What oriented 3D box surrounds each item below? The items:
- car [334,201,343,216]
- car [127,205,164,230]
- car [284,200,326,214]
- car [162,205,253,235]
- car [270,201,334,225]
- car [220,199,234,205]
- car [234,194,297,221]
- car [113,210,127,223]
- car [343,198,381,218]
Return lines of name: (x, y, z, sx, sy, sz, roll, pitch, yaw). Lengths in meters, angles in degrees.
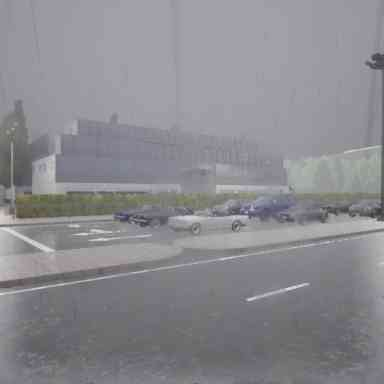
car: (14.565, 1.601, 33.111, 4.718, 1.301, 1.895, 0, 0, -36)
car: (-1.431, 1.601, 21.511, 4.718, 1.301, 1.895, 0, 0, -36)
car: (12.189, 1.601, 35.710, 4.718, 1.301, 1.895, 0, 0, -36)
car: (0.936, 1.601, 18.904, 4.718, 1.301, 1.895, 0, 0, -36)
car: (7.955, 1.564, 23.952, 4.181, 1.385, 1.994, 0, 0, -36)
car: (3.879, 1.352, 29.643, 4.553, 1.767, 2.097, 0, 0, -36)
car: (6.411, 1.221, 27.158, 5.566, 2.045, 2.150, 0, 0, -36)
car: (-3.317, 1.601, 24.455, 4.718, 1.301, 1.895, 0, 0, -36)
car: (16.046, 1.352, 29.859, 4.553, 1.767, 2.097, 0, 0, -36)
